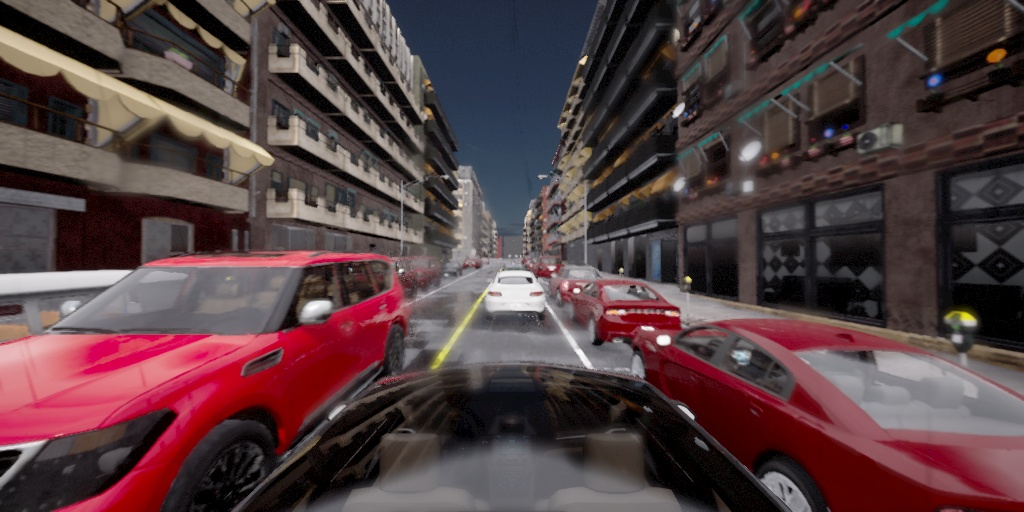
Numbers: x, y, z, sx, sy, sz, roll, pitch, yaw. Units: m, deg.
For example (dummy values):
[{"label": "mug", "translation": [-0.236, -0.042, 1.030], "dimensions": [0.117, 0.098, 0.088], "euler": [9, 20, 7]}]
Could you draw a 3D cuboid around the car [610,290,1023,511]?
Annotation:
[{"label": "car", "translation": [2.569, 1.283, 3.551], "dimensions": [1.888, 1.381, 4.507], "euler": [0, 0, 0]}]

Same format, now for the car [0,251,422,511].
[{"label": "car", "translation": [-2.847, 0.956, 4.041], "dimensions": [2.150, 2.045, 5.566], "euler": [0, 0, 0]}]

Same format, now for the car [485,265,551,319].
[{"label": "car", "translation": [0.105, 1.209, 12.316], "dimensions": [1.812, 1.442, 4.674], "euler": [0, 0, 0]}]

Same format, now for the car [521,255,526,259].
[{"label": "car", "translation": [2.551, 0.773, 58.861], "dimensions": [2.192, 1.841, 5.009], "euler": [0, 0, 0]}]

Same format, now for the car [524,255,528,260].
[{"label": "car", "translation": [2.544, 0.989, 36.736], "dimensions": [1.967, 1.591, 4.097], "euler": [0, 0, 0]}]

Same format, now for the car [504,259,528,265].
[{"label": "car", "translation": [0.111, 1.182, 30.143], "dimensions": [1.895, 1.301, 4.718], "euler": [0, 0, 0]}]

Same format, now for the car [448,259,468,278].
[{"label": "car", "translation": [-5.305, 1.141, 31.267], "dimensions": [1.948, 1.339, 4.313], "euler": [0, 0, 0]}]

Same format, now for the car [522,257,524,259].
[{"label": "car", "translation": [2.548, 1.081, 47.799], "dimensions": [1.802, 1.307, 4.207], "euler": [0, 0, 0]}]

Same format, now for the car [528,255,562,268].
[{"label": "car", "translation": [2.541, 0.920, 25.674], "dimensions": [2.192, 1.841, 5.009], "euler": [0, 0, 0]}]

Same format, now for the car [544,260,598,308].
[{"label": "car", "translation": [2.580, 1.109, 14.613], "dimensions": [1.967, 1.591, 4.097], "euler": [0, 0, 0]}]

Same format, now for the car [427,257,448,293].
[{"label": "car", "translation": [-5.309, 0.951, 20.205], "dimensions": [2.192, 1.841, 5.009], "euler": [0, 0, 0]}]

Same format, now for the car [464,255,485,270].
[{"label": "car", "translation": [-5.300, 0.813, 47.856], "dimensions": [2.192, 1.841, 5.009], "euler": [0, 0, 0]}]

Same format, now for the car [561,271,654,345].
[{"label": "car", "translation": [2.570, 1.248, 9.081], "dimensions": [1.888, 1.381, 4.507], "euler": [0, 0, 0]}]

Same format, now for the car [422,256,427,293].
[{"label": "car", "translation": [-5.310, 0.983, 14.675], "dimensions": [2.192, 1.841, 5.009], "euler": [0, 0, 0]}]
